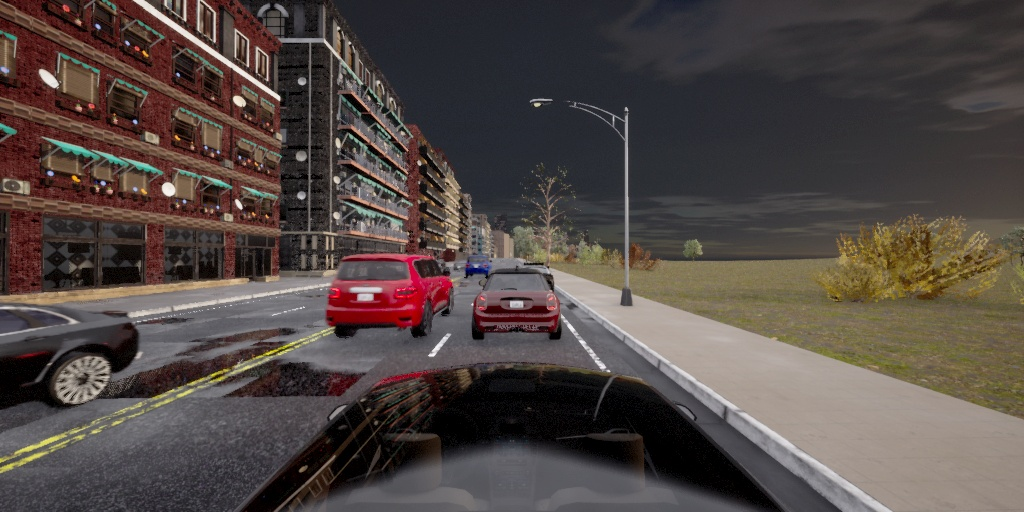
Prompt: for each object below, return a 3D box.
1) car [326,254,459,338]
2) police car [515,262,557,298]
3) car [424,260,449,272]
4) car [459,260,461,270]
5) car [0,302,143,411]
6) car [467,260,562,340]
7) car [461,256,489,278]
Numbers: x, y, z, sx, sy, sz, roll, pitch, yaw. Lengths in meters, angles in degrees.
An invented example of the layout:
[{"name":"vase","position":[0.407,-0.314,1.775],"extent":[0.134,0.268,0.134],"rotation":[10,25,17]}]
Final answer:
[{"name":"car","position":[-3.135,0.973,10.367],"extent":[2.150,2.045,5.566],"rotation":[0,0,0]},{"name":"police car","position":[1.173,1.177,19.656],"extent":[1.930,1.638,5.238],"rotation":[0,0,0]},{"name":"car","position":[-9.755,1.242,46.743],"extent":[2.128,1.511,4.902],"rotation":[0,0,0]},{"name":"car","position":[-6.505,1.242,46.759],"extent":[2.128,1.511,4.902],"rotation":[0,0,0]},{"name":"car","position":[-6.598,1.242,3.384],"extent":[2.128,1.511,4.902],"rotation":[0,0,0]},{"name":"car","position":[0.112,1.103,10.161],"extent":[2.097,1.767,4.553],"rotation":[0,0,0]},{"name":"car","position":[-3.085,0.976,33.673],"extent":[2.150,2.045,5.566],"rotation":[0,0,0]}]
